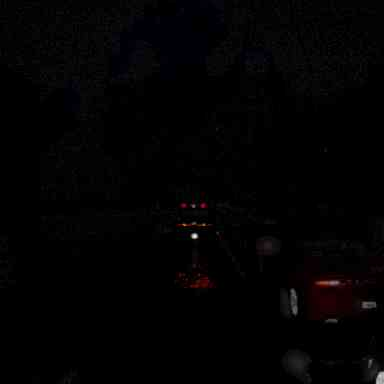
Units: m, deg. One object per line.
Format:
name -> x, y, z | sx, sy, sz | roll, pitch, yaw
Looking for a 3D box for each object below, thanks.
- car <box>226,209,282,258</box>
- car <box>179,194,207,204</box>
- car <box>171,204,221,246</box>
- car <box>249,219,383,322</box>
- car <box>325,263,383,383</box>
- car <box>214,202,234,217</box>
car -> 2.624, 1.537, 12.556 | 2.008, 1.369, 4.403 | -1, 0, 0
car -> 0.084, 1.200, 28.031 | 2.150, 2.045, 5.566 | 0, 0, -1
car -> 0.099, 1.485, 15.142 | 1.837, 1.490, 4.892 | 0, -1, 0
car -> 2.625, 1.536, 7.150 | 1.887, 1.381, 4.507 | -1, 0, 0
car -> 2.626, 1.548, 1.743 | 2.008, 1.369, 4.403 | -1, 0, 0
car -> 2.621, 1.523, 28.776 | 1.887, 1.381, 4.507 | -1, 0, 0
